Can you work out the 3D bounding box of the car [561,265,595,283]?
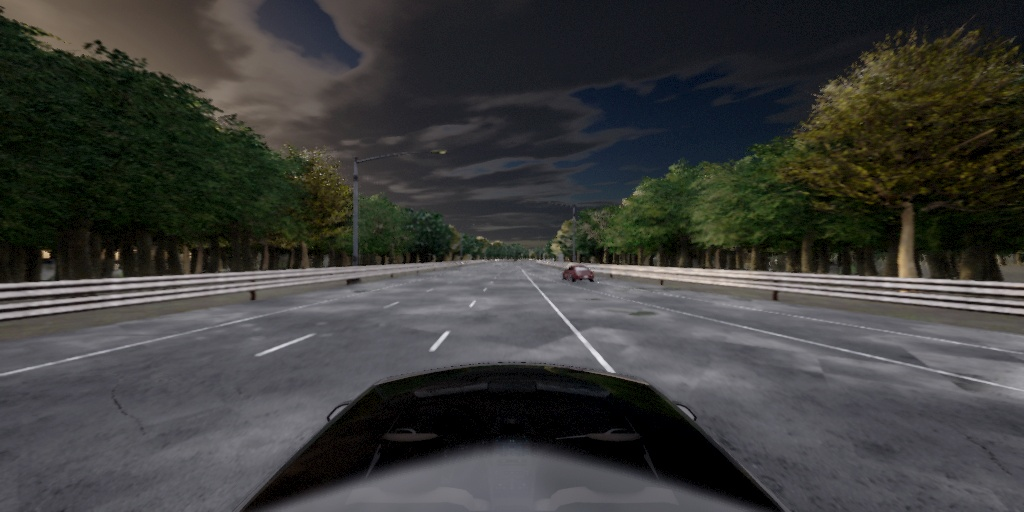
[{"bbox_3d":[5.707,1.538,31.207,1.812,1.442,4.674,0,0,-7],"label":"car"}]
